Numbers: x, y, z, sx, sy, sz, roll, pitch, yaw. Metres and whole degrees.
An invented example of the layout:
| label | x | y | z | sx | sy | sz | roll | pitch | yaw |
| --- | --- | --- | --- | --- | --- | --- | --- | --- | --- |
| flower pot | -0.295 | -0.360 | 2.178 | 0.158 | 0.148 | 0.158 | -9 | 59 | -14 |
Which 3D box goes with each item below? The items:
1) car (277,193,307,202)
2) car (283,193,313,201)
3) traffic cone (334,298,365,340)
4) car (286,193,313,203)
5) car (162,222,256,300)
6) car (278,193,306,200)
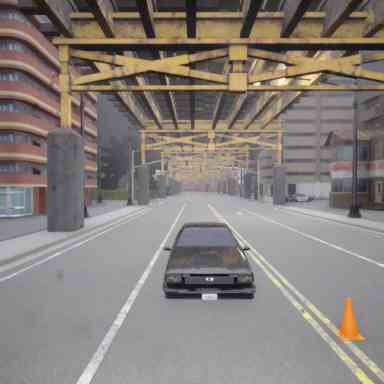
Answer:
| label | x | y | z | sx | sy | sz | roll | pitch | yaw |
| --- | --- | --- | --- | --- | --- | --- | --- | --- | --- |
| car | 17.781 | 0.960 | 59.076 | 4.974 | 1.542 | 2.038 | 0 | 1 | 25 |
| car | 17.484 | 0.849 | 54.935 | 4.536 | 1.218 | 1.853 | 0 | 1 | -20 |
| traffic cone | 2.451 | 1.949 | 5.190 | 0.340 | 0.580 | 0.340 | 0 | 0 | 0 |
| car | 17.435 | 1.007 | 54.919 | 4.974 | 1.542 | 2.038 | 0 | 1 | -20 |
| car | 0.357 | 1.533 | 8.796 | 2.033 | 1.411 | 5.357 | 0 | 0 | 1 |
| car | 17.828 | 0.802 | 59.052 | 4.536 | 1.218 | 1.853 | 0 | 1 | 25 |
